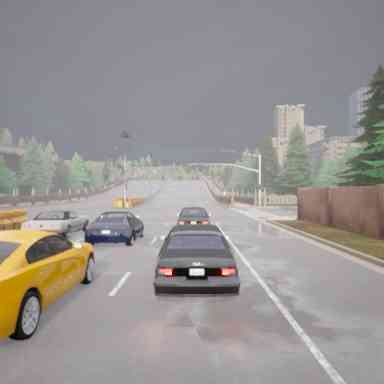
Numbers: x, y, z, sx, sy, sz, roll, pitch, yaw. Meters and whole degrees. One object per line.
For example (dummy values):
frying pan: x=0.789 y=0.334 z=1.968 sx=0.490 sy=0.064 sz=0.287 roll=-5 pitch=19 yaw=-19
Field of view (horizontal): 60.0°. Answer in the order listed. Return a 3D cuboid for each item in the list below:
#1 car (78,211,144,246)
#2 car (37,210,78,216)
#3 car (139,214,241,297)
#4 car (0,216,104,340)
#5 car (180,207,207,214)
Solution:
car: x=-3.426 y=1.574 z=15.310 sx=1.994 sy=1.385 sz=4.181 roll=0 pitch=0 yaw=0
car: x=-6.924 y=1.612 z=17.538 sx=1.895 sy=1.301 sz=4.718 roll=0 pitch=0 yaw=0
car: x=0.088 y=1.553 z=8.764 sx=2.033 sy=1.411 sz=5.357 roll=0 pitch=0 yaw=0
car: x=-3.409 y=1.482 z=6.553 sx=1.882 sy=1.535 sz=5.008 roll=0 pitch=0 yaw=0
car: x=0.098 y=1.560 z=18.831 sx=2.033 sy=1.411 sz=5.357 roll=0 pitch=0 yaw=1
